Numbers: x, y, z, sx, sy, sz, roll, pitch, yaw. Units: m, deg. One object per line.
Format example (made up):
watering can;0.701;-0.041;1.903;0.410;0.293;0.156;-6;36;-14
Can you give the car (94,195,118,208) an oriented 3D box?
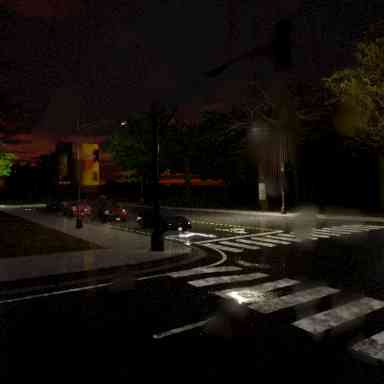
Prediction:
car;-15.047;1.653;57.910;2.150;2.045;5.566;-1;0;-35

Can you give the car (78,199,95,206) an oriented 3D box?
car;-21.161;2.100;66.657;1.994;1.385;4.181;-1;0;-35

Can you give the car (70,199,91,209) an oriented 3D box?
car;-19.666;2.079;58.679;2.033;1.411;5.357;-1;0;-35

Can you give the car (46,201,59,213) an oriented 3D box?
car;-18.866;2.035;46.116;1.882;1.535;5.008;-1;0;-35

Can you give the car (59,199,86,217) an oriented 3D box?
car;-13.112;1.812;37.810;2.097;1.767;4.553;-1;0;-35

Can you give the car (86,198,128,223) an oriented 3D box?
car;-7.506;1.717;29.788;2.097;1.767;4.553;-1;0;-35

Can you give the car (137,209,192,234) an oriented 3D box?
car;-2.011;1.820;22.034;2.033;1.411;5.357;-1;0;-29

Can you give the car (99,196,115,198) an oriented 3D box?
car;-13.808;1.782;50.366;2.097;1.767;4.553;-1;0;-35
